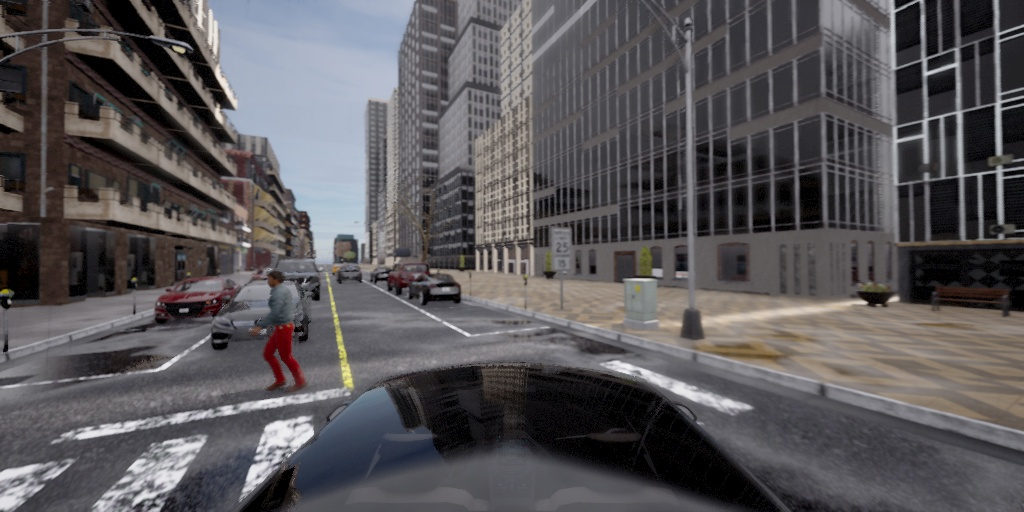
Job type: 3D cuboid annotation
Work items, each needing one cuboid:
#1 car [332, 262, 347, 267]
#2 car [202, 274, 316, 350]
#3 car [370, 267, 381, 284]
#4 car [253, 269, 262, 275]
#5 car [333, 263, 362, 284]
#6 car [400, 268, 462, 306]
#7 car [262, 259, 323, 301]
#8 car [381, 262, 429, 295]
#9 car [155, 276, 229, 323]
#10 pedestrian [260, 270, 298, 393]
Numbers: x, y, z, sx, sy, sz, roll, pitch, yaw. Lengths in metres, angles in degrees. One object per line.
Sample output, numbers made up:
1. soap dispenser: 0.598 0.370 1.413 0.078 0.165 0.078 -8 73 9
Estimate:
1. car: -24.073 1.829 50.236 1.882 1.535 5.008 0 -1 -27
2. car: -6.527 1.385 9.773 1.812 1.442 4.674 0 -1 -28
3. car: -11.408 1.661 31.614 1.948 1.339 4.313 0 0 -28
4. car: -18.835 1.644 27.732 1.888 1.381 4.507 0 0 -28
5. car: -14.528 1.608 31.987 2.128 1.511 4.902 0 -1 -28
6. car: -3.733 1.477 16.932 1.948 1.339 4.313 0 0 -28
7. car: -11.128 1.189 18.563 2.150 2.045 5.566 0 -1 -28
8. car: -6.291 1.286 21.826 2.192 1.841 5.009 0 0 -28
9. car: -11.160 1.460 13.050 1.888 1.381 4.507 0 0 -28
10. pedestrian: -3.458 1.095 5.330 0.375 1.860 0.375 0 -1 -28
